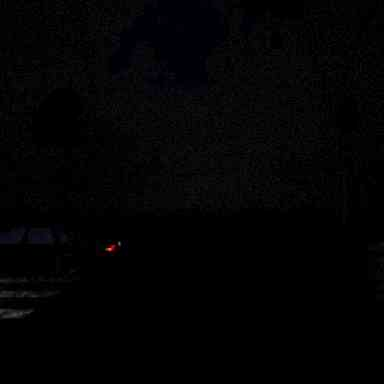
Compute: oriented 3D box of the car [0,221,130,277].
[{"bbox_3d":[-4.597,1.575,9.674,5.357,1.411,2.033,-1,0,1],"label":"car"}]
